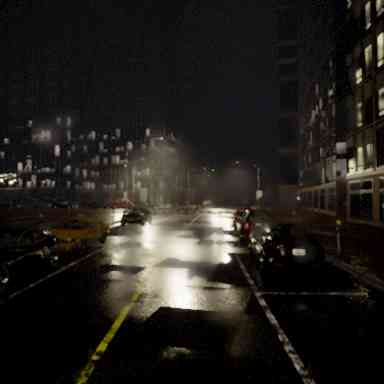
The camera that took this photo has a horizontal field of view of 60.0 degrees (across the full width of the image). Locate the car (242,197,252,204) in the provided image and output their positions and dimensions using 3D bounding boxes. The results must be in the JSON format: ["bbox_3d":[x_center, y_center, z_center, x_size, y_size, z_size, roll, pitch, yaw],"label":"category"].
[{"bbox_3d":[12.461,2.119,75.161,2.192,1.841,5.009,0,-1,15],"label":"car"}]

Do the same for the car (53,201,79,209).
[{"bbox_3d":[-24.061,2.448,63.466,4.403,1.369,2.008,-1,-2,15],"label":"car"}]

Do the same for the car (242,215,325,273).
[{"bbox_3d":[2.958,1.671,11.002,1.947,1.339,4.313,1,-1,2],"label":"car"}]

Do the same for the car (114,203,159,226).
[{"bbox_3d":[-4.164,1.807,25.482,2.008,1.369,4.403,1,-1,5],"label":"car"}]

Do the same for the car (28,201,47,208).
[{"bbox_3d":[-29.622,2.472,64.982,4.829,1.417,1.752,-1,-2,15],"label":"car"}]

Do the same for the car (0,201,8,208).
[{"bbox_3d":[-40.253,2.591,67.880,4.403,1.369,2.008,-1,-2,15],"label":"car"}]

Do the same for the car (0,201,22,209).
[{"bbox_3d":[-31.518,2.276,57.334,4.403,1.369,2.008,-1,-2,15],"label":"car"}]

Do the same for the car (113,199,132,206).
[{"bbox_3d":[-13.267,2.117,60.529,5.009,1.841,2.192,-1,-2,15],"label":"car"}]

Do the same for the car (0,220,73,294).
[{"bbox_3d":[-5.136,1.656,9.058,1.947,1.339,4.313,1,-1,2],"label":"car"}]

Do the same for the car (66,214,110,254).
[{"bbox_3d":[-4.914,1.669,14.383,1.752,1.417,4.829,1,-1,3],"label":"car"}]

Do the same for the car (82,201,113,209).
[{"bbox_3d":[-15.333,2.148,52.921,4.313,1.339,1.947,-1,-2,15],"label":"car"}]

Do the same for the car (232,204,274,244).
[{"bbox_3d":[3.241,1.600,16.684,1.967,1.590,4.097,1,0,4],"label":"car"}]

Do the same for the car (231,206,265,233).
[{"bbox_3d":[3.621,1.759,22.313,1.887,1.381,4.507,1,0,5],"label":"car"}]

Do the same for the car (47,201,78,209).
[{"bbox_3d":[-20.728,2.180,54.392,4.403,1.369,2.008,-1,-2,15],"label":"car"}]

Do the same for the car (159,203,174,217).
[{"bbox_3d":[-3.053,1.920,36.241,2.008,1.369,4.403,1,-1,7],"label":"car"}]

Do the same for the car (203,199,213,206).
[{"bbox_3d":[3.464,2.331,72.904,1.752,1.417,4.829,1,-1,14],"label":"car"}]

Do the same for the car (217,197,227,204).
[{"bbox_3d":[7.999,2.332,89.001,2.192,1.841,5.009,0,-1,16],"label":"car"}]
